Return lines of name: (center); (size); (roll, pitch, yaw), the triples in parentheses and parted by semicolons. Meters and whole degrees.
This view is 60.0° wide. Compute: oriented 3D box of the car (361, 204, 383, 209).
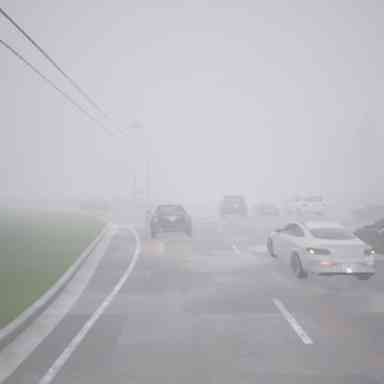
car: (14.106, 1.605, 25.146); (2.033, 1.411, 5.357); (0, 0, 0)

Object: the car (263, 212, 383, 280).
car: (3.604, 1.547, 9.935); (1.812, 1.442, 4.674); (0, 0, 0)

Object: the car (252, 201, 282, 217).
car: (7.108, 1.637, 32.366); (1.994, 1.385, 4.181); (0, 0, 0)

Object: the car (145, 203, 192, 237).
car: (-1.441, 1.390, 18.491); (2.097, 1.767, 4.553); (0, 0, -13)

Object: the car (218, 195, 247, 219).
car: (3.607, 1.288, 30.083); (2.150, 2.045, 5.566); (0, 0, 0)

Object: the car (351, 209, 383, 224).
car: (7.103, 1.530, 10.949); (1.837, 1.490, 4.892); (0, 0, 0)

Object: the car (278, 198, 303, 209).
car: (14.112, 1.600, 47.889); (2.128, 1.511, 4.902); (0, 0, 0)

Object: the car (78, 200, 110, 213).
car: (-11.487, 1.634, 38.790); (2.033, 1.411, 5.357); (0, 0, -42)

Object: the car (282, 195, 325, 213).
car: (10.607, 1.293, 31.381); (2.150, 2.045, 5.566); (0, 0, 0)
